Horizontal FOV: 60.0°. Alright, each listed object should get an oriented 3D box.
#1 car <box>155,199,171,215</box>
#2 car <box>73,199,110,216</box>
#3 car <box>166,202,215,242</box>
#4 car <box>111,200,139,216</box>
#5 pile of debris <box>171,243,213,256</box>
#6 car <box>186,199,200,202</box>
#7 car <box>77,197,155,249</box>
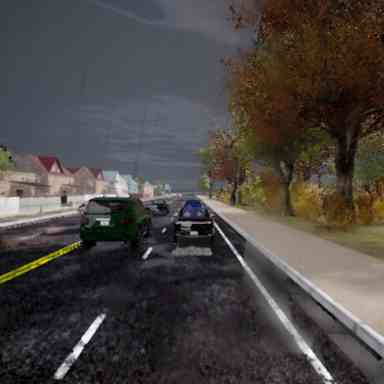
[{"bbox_3d":[-3.159,1.476,32.825,2.128,1.511,4.902,0,0,0],"label":"car"},{"bbox_3d":[-9.852,1.477,33.046,2.128,1.511,4.902,0,0,0],"label":"car"},{"bbox_3d":[0.087,1.483,16.177,2.128,1.511,4.902,0,0,0],"label":"car"},{"bbox_3d":[-6.601,1.549,33.197,1.994,1.385,4.181,0,0,0],"label":"car"},{"bbox_3d":[-0.002,2.168,12.619,1.500,0.140,1.860,0,0,0],"label":"pile of debris"},{"bbox_3d":[0.091,1.461,34.571,1.882,1.535,5.008,0,0,0],"label":"car"},{"bbox_3d":[-3.153,1.214,14.691,2.150,2.045,5.566,0,0,0],"label":"car"}]
